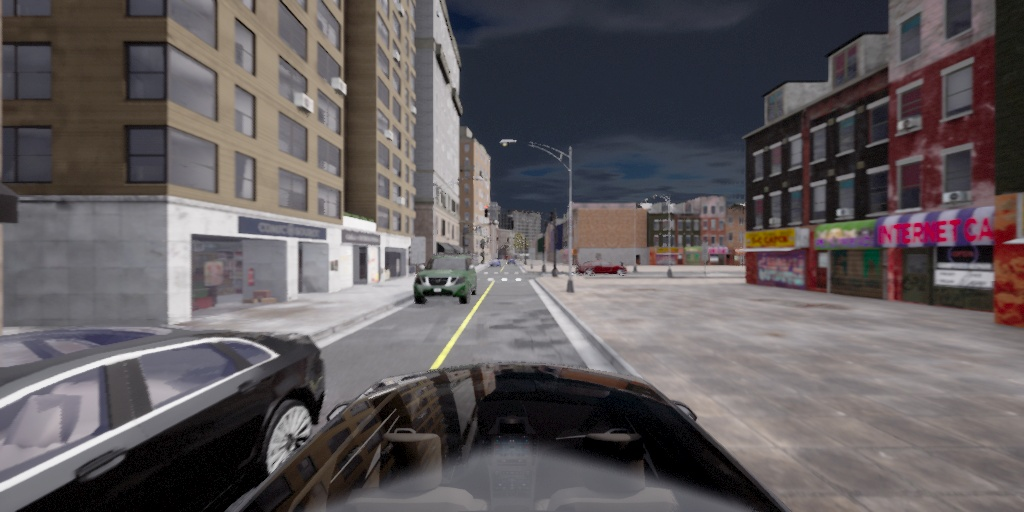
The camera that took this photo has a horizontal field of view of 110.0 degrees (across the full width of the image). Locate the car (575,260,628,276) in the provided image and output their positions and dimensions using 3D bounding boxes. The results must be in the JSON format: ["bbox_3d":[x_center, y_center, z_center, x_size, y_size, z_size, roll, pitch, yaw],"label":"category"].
[{"bbox_3d":[8.764,1.185,35.129,5.008,1.535,1.882,0,-1,-2],"label":"car"}]

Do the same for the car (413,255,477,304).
[{"bbox_3d":[-2.860,0.968,16.548,2.150,2.045,5.566,0,0,0],"label":"car"}]

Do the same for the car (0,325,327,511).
[{"bbox_3d":[-2.847,1.242,1.765,2.128,1.511,4.902,0,0,0],"label":"car"}]

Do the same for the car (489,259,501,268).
[{"bbox_3d":[-2.894,1.276,62.400,1.812,1.442,4.674,0,0,0],"label":"car"}]
